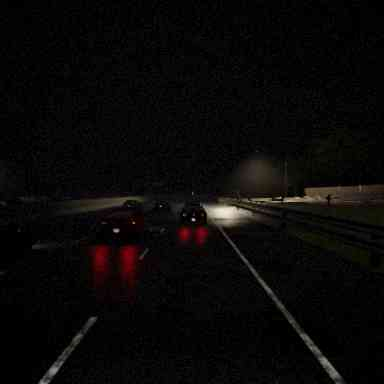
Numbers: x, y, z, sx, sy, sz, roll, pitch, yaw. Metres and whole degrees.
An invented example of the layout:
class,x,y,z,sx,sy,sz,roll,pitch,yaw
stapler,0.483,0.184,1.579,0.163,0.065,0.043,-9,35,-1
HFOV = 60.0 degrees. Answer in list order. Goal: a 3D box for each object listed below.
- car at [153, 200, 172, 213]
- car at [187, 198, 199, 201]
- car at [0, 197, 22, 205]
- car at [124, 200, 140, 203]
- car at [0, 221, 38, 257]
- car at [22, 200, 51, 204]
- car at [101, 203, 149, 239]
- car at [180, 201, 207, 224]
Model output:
class,x,y,z,sx,sy,sz,roll,pitch,yaw
car,-3.395,1.605,38.657,2.033,1.411,5.357,0,0,0
car,0.105,1.546,42.671,1.882,1.535,5.008,0,0,0
car,-21.086,1.406,37.827,2.097,1.767,4.553,0,0,0
car,-6.895,1.604,38.664,2.033,1.411,5.357,0,0,0
car,-6.899,1.554,10.472,2.033,1.411,5.357,0,0,0
car,-17.584,1.621,38.970,1.994,1.385,4.181,0,0,0
car,-3.397,1.541,17.229,1.812,1.442,4.674,0,0,0
car,0.103,1.629,25.153,1.895,1.301,4.718,0,0,0
